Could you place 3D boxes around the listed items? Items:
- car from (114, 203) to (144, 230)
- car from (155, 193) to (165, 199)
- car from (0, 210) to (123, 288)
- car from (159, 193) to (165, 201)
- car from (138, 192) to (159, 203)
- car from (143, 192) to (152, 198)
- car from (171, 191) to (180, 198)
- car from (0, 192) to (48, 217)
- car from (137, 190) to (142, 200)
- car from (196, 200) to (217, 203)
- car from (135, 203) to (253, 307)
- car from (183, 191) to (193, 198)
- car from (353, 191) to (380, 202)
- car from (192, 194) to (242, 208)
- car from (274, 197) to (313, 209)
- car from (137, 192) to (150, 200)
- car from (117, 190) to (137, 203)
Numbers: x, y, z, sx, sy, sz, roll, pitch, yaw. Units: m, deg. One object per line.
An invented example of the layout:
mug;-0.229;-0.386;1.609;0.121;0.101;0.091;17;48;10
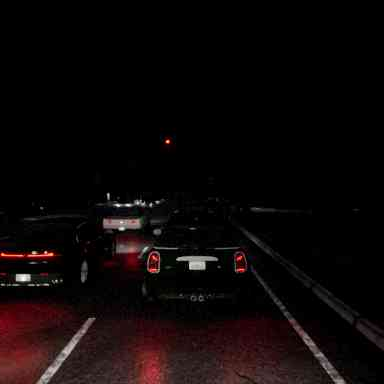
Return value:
car;-3.435;1.487;18.466;1.895;1.301;4.718;0;1;0
car;-7.301;0.870;76.515;2.033;1.411;5.357;0;1;-1
car;-3.415;1.468;9.145;1.837;1.490;4.892;0;0;0
car;-7.171;1.005;66.088;2.033;1.411;5.357;0;1;1
car;-7.200;1.105;56.020;2.033;1.411;5.357;0;1;0
car;-11.067;0.749;83.759;1.812;1.442;4.674;0;1;-2
car;-4.139;0.681;85.397;1.882;1.535;5.008;0;1;-4
car;-15.311;1.016;28.902;5.566;2.045;2.150;0;0;17
car;-10.681;0.709;63.313;2.150;2.045;5.566;0;1;0
car;0.061;1.388;17.289;2.128;1.511;4.902;0;0;1
car;0.088;1.323;8.092;2.097;1.767;4.553;0;0;0
car;-0.680;0.707;86.096;1.812;1.442;4.674;0;1;-4
car;21.877;0.922;39.734;5.566;2.045;2.150;0;1;-3
car;2.759;1.234;34.912;4.902;1.511;2.128;0;1;-3
car;12.126;1.306;39.167;4.718;1.301;1.895;0;1;-3
car;-10.732;0.894;73.537;2.128;1.511;4.902;0;1;-1
car;-10.695;0.928;53.872;2.097;1.767;4.553;0;0;0
